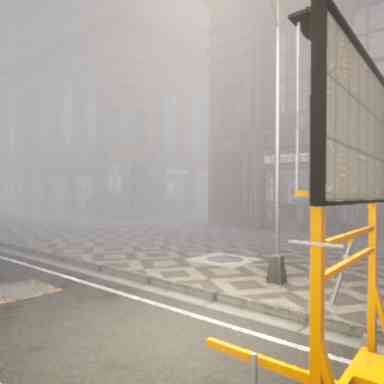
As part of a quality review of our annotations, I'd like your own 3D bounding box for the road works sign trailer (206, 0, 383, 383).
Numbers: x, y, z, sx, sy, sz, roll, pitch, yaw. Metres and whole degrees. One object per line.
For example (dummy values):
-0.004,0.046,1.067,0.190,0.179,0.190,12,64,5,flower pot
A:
1.316,0.500,3.098,2.880,3.560,2.380,0,0,39,road works sign trailer
